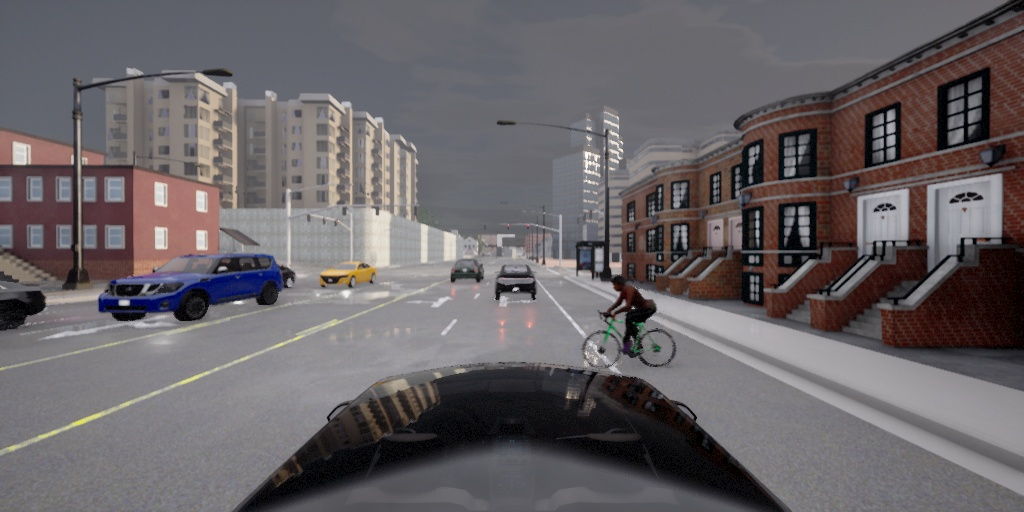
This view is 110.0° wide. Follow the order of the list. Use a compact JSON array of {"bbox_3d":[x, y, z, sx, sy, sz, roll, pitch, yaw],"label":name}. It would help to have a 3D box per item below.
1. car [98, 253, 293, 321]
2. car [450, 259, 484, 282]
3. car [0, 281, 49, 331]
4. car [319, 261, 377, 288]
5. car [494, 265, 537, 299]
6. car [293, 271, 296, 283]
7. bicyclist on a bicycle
[{"bbox_3d":[-10.543,0.919,12.536,2.150,2.045,5.566,0,0,1],"label":"car"},{"bbox_3d":[-3.279,0.979,27.004,2.097,1.767,4.553,0,0,0],"label":"car"},{"bbox_3d":[-14.072,1.210,8.004,2.128,1.511,4.902,0,0,0],"label":"car"},{"bbox_3d":[-10.447,1.122,23.192,1.882,1.535,5.008,0,0,1],"label":"car"},{"bbox_3d":[0.178,1.164,17.425,2.128,1.511,4.902,0,0,0],"label":"car"},{"bbox_3d":[-13.988,1.167,19.713,1.837,1.490,4.892,0,0,0],"label":"car"},{"bbox_3d":[2.043,1.175,6.290,1.656,1.620,0.582,-2,0,0],"label":"bicyclist on a bicycle"}]
